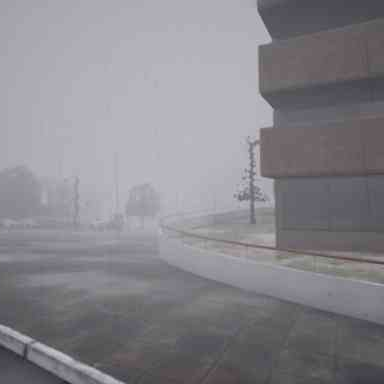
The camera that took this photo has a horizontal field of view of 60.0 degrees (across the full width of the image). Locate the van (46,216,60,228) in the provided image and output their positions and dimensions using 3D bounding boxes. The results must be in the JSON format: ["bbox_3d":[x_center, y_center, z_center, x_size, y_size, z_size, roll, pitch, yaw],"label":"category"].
[{"bbox_3d":[-25.124,5.011,55.415,4.442,1.987,1.878,0,-6,5],"label":"van"}]

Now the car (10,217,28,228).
[{"bbox_3d":[-27.813,4.705,49.950,4.674,1.452,2.002,0,-6,5],"label":"car"}]

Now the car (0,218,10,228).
[{"bbox_3d":[-29.082,4.418,47.215,4.674,1.452,2.002,0,-6,5],"label":"car"}]

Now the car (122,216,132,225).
[{"bbox_3d":[-18.878,8.215,90.736,2.163,1.488,4.792,0,1,10],"label":"car"}]

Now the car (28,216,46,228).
[{"bbox_3d":[-26.711,4.948,52.692,5.366,1.575,1.946,0,-6,5],"label":"car"}]

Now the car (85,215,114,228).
[{"bbox_3d":[-18.854,6.413,69.035,5.566,2.045,2.435,0,-6,5],"label":"car"}]

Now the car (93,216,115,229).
[{"bbox_3d":[-15.834,6.022,63.151,2.097,1.767,4.553,-2,-6,25],"label":"car"}]

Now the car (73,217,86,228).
[{"bbox_3d":[-22.669,5.808,60.844,4.892,1.521,2.231,0,-6,5],"label":"car"}]

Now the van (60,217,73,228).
[{"bbox_3d":[-23.841,5.297,58.144,4.442,1.987,1.878,0,-6,5],"label":"van"}]
